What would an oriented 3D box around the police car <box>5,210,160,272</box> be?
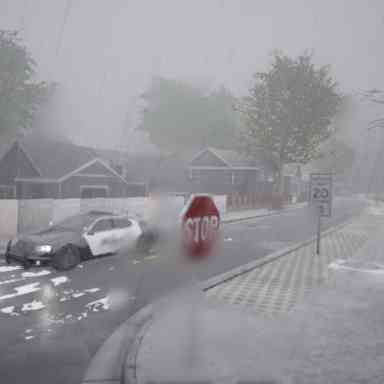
[{"bbox_3d":[-3.326,1.449,10.986,2.038,1.542,4.974,3,2,36],"label":"police car"}]
